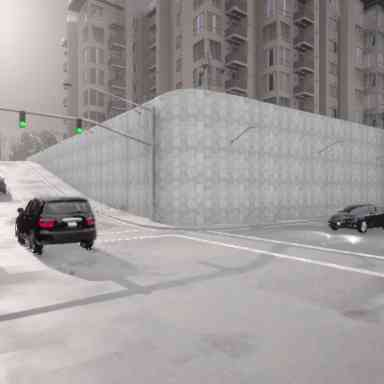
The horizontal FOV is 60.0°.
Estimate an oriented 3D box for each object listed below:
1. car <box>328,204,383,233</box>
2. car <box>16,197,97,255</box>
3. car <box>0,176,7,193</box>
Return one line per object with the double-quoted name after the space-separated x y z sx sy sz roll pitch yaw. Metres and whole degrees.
10.061 1.504 19.748 4.892 1.490 1.837 0 0 -35 "car"
-5.749 1.222 13.779 2.150 2.045 5.566 0 0 -36 "car"
-19.898 -0.900 33.502 1.837 1.490 4.892 0 11 -36 "car"
